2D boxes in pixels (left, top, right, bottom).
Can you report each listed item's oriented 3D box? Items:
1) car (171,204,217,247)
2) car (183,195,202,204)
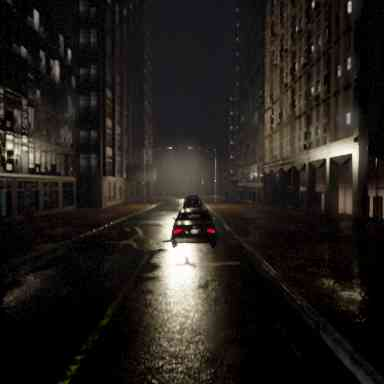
[{"bbox_3d":[0.083,1.452,14.549,2.033,1.411,5.357,0,0,0],"label":"car"},{"bbox_3d":[0.072,1.110,39.225,2.097,1.767,4.553,0,0,0],"label":"car"}]
